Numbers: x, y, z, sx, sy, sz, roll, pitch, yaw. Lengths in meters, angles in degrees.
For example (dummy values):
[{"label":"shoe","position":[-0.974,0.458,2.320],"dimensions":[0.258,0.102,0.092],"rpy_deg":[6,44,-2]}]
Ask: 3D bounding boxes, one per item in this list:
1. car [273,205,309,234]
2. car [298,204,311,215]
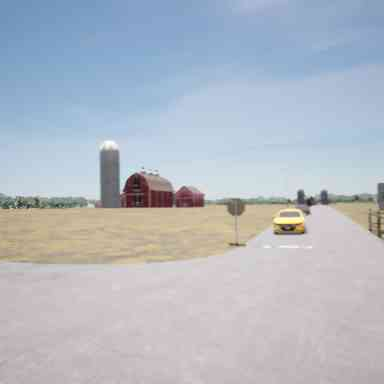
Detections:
[{"label":"car","position":[6.496,1.875,21.952],"dimensions":[1.882,1.535,5.008],"rpy_deg":[-3,-1,20]},{"label":"car","position":[14.081,2.218,42.493],"dimensions":[1.994,1.385,4.181],"rpy_deg":[-3,-2,20]}]
